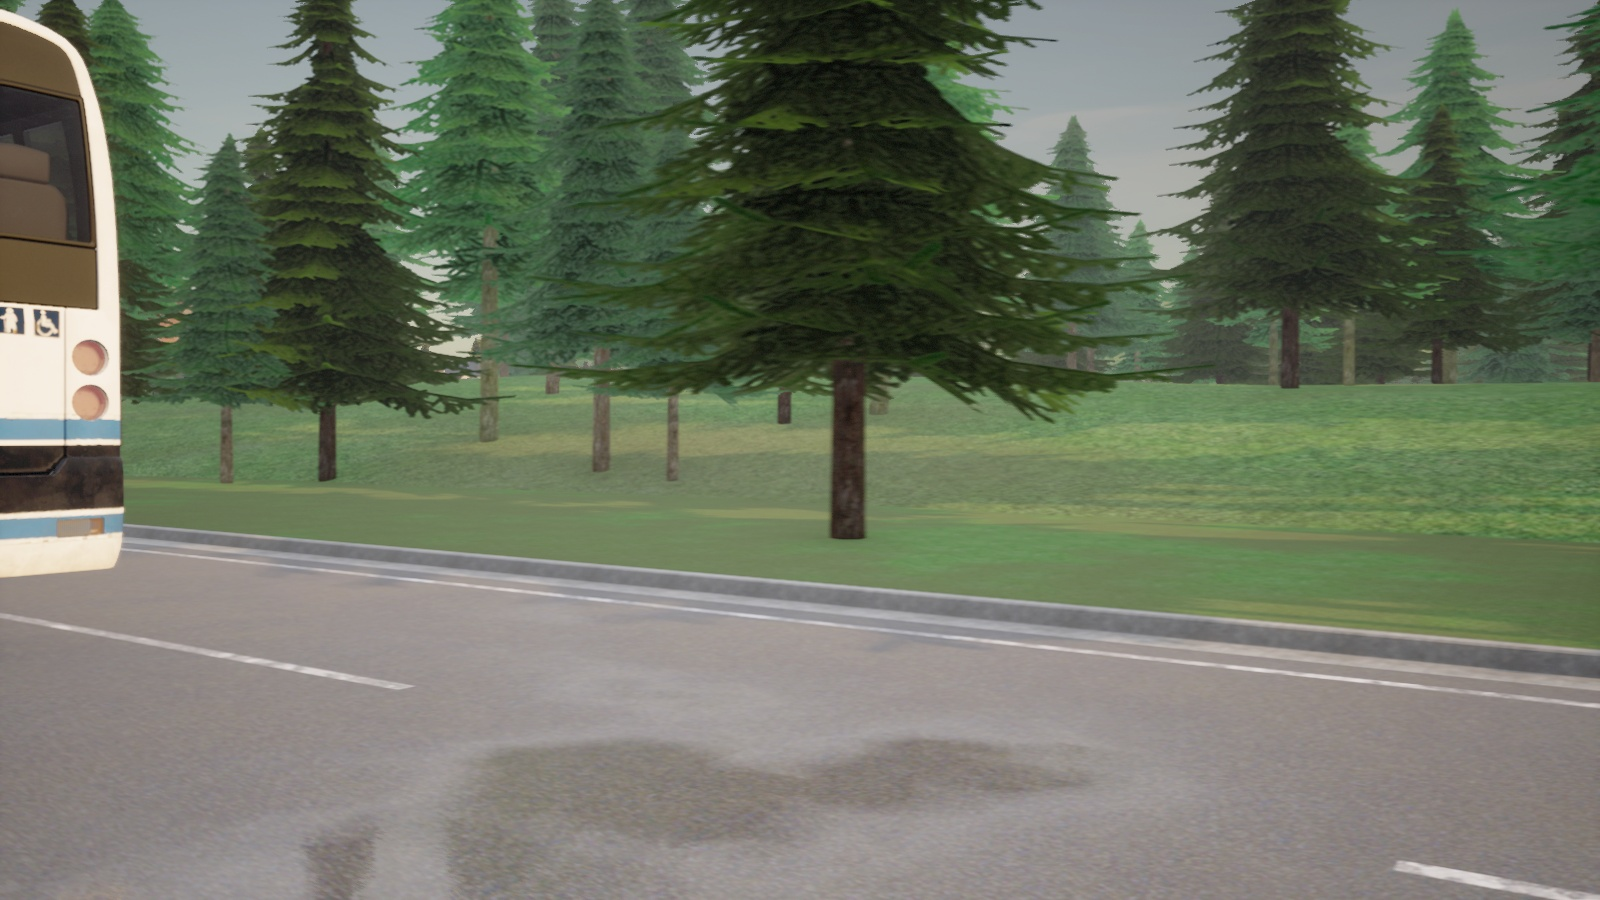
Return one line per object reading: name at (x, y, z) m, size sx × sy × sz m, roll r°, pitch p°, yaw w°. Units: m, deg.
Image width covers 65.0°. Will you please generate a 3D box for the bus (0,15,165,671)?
bus at (-9.967, -0.672, 10.220) m, size 10.273 × 4.253 × 3.944 m, roll 0°, pitch 1°, yaw 34°
